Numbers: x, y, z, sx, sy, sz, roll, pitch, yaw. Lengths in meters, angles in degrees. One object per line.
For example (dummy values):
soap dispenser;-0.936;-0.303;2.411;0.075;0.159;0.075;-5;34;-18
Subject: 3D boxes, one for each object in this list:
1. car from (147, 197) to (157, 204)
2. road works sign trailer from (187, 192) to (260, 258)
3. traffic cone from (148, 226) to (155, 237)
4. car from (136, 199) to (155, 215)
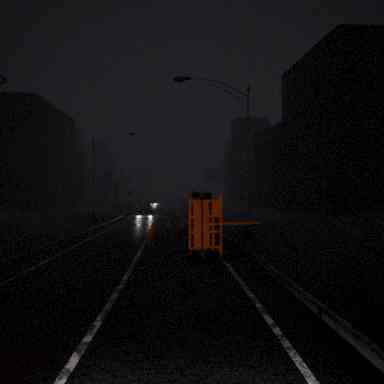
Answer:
car;-8.210;1.641;68.637;1.994;1.385;4.181;0;2;-5
road works sign trailer;0.820;1.165;13.288;2.880;2.380;3.560;0;-1;-13
traffic cone;-2.241;2.183;18.404;0.340;0.580;0.340;-1;-2;-5
car;-6.188;2.125;43.513;1.812;1.442;4.674;0;2;-5
